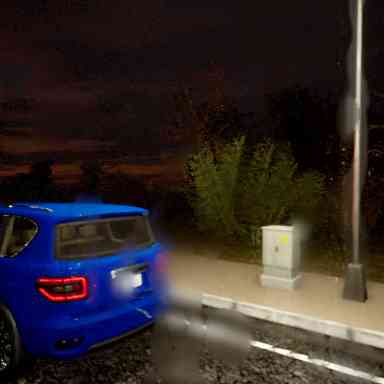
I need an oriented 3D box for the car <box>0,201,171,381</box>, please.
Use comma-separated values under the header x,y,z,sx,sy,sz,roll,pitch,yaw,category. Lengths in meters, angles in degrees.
x,y,z,sx,sy,sz,roll,pitch,yaw,category
-2.915,1.176,5.645,5.566,2.045,2.150,1,0,36,car
